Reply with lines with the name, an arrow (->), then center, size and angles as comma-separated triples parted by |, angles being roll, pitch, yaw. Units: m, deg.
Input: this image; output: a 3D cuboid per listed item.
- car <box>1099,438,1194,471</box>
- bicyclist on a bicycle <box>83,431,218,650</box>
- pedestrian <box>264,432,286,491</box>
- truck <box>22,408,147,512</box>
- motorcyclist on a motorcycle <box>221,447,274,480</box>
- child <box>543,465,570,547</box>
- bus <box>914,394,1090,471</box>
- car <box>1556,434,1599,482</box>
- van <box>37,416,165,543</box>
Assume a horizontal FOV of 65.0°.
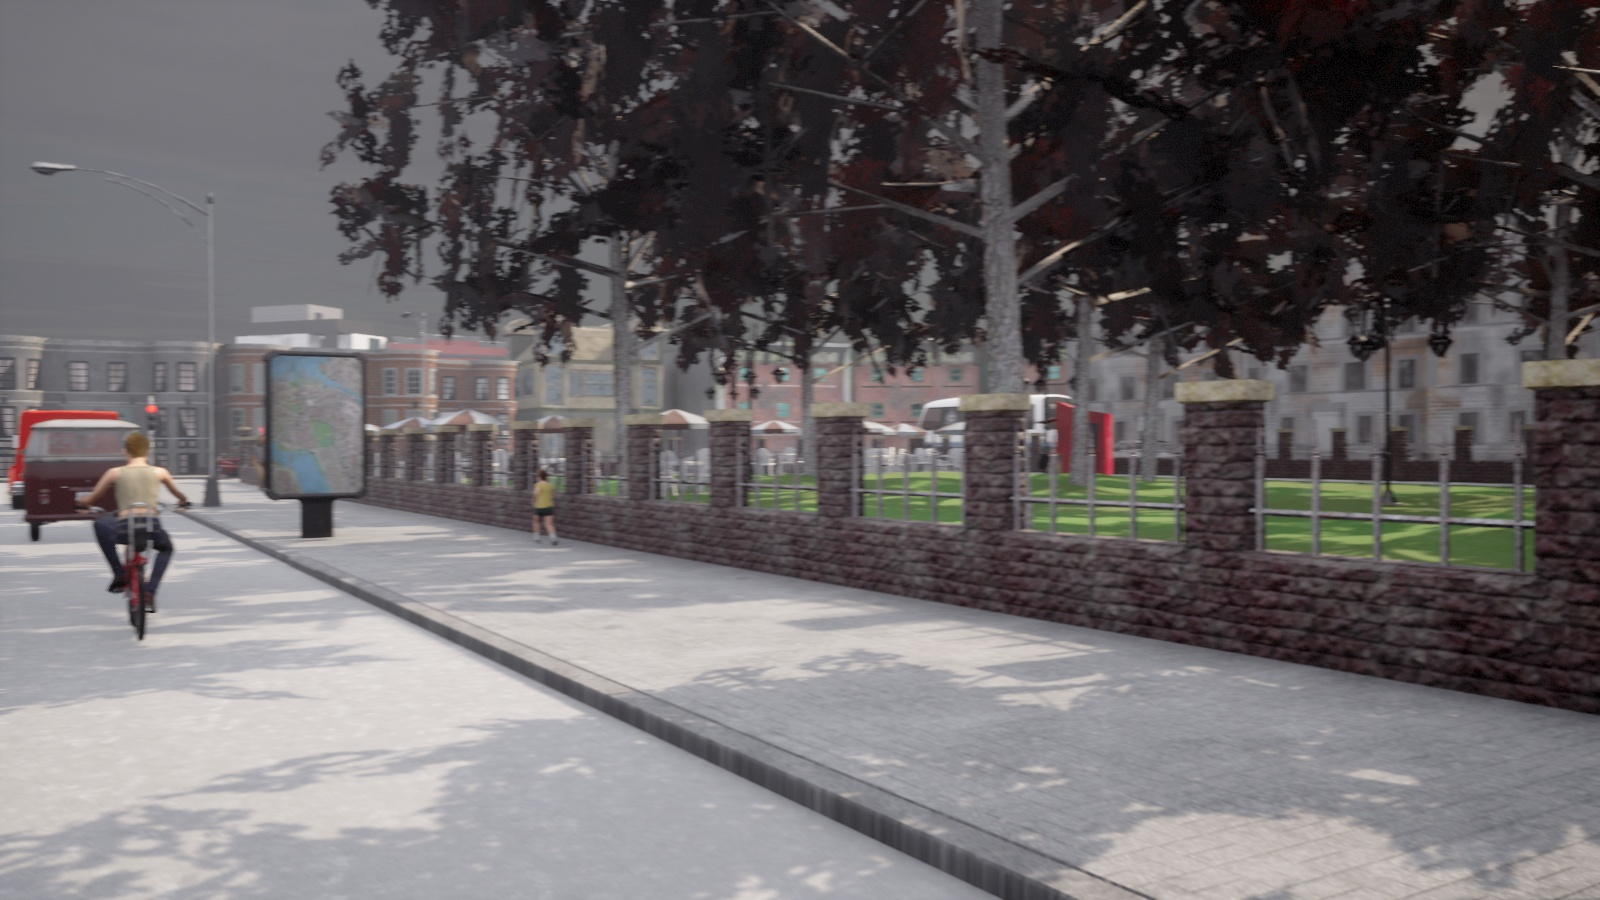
car -> 18.385, 0.222, 66.761 | 2.242, 1.667, 4.611 | 0, 0, -31
bicyclist on a bicycle -> -5.243, 0.660, 10.093 | 0.866, 1.612, 1.509 | 0, 0, -31
pedestrian -> -16.597, 0.348, 39.706 | 0.540, 1.848, 0.694 | 0, 0, -31
truck -> -18.633, 0.200, 32.663 | 2.627, 2.467, 5.204 | 0, 1, -31
motorcyclist on a motorcycle -> -25.870, 0.627, 58.818 | 2.191, 1.530, 0.866 | 0, 0, -31
child -> -3.399, 0.773, 17.520 | 0.255, 1.110, 0.394 | 0, 0, -31
bus -> 11.795, -1.013, 74.511 | 3.944, 4.253, 10.273 | -1, 1, -39
car -> 30.674, 0.277, 46.126 | 2.097, 1.767, 4.553 | 0, 0, -31
van -> -12.274, 0.452, 21.951 | 1.775, 1.987, 4.442 | 0, 0, -31
